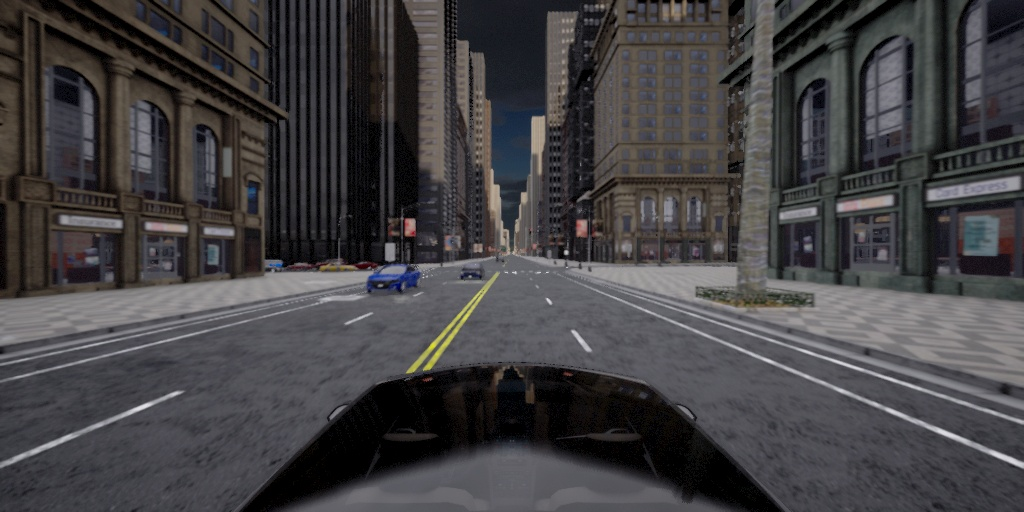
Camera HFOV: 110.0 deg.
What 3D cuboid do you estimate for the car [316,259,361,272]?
[{"bbox_3d":[-23.832,1.550,49.431,4.829,1.417,1.751,0,0,0],"label":"car"}]

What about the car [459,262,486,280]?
[{"bbox_3d":[-3.329,1.271,31.308,2.033,1.411,5.357,0,0,0],"label":"car"}]

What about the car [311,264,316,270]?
[{"bbox_3d":[-29.060,1.364,57.977,5.009,1.841,2.192,0,0,0],"label":"car"}]

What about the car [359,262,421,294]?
[{"bbox_3d":[-6.598,1.213,20.484,1.882,1.535,5.008,0,0,0],"label":"car"}]

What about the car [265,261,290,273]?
[{"bbox_3d":[-33.774,1.708,49.454,4.403,1.370,2.007,0,0,0],"label":"car"}]
